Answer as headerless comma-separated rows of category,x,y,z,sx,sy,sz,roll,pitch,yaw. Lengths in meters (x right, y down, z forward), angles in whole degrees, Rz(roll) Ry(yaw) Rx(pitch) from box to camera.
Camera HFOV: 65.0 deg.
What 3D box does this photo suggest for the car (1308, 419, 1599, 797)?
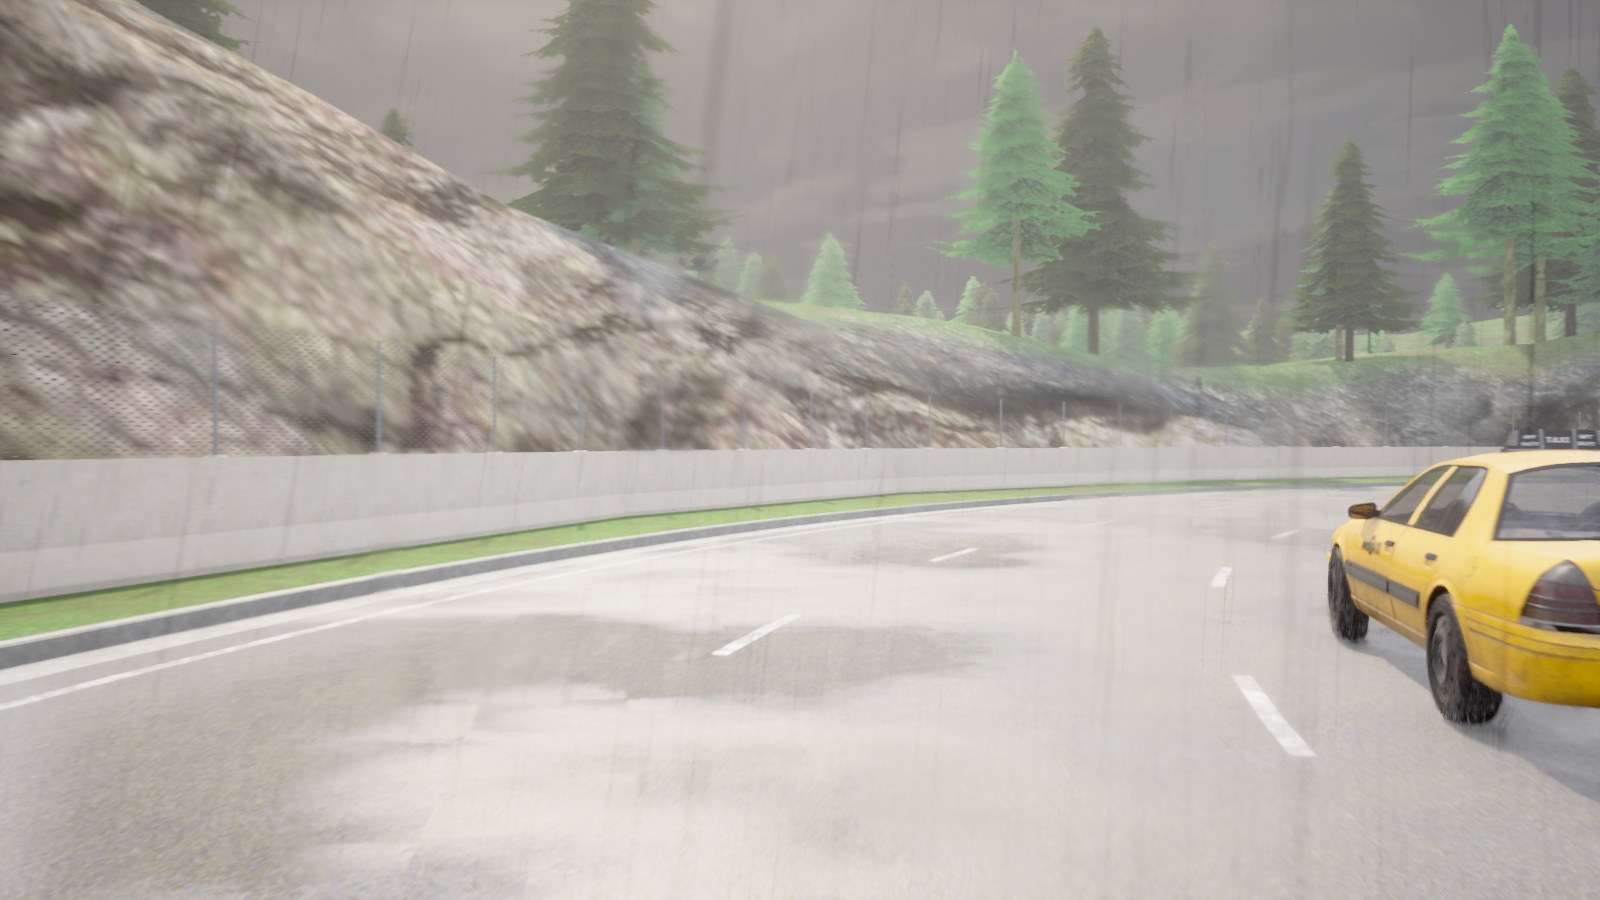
car,4.560,0.650,7.710,1.801,1.575,5.366,0,0,13
